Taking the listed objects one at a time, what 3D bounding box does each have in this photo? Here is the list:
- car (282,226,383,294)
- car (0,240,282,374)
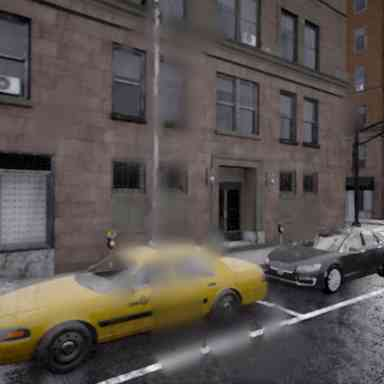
[{"bbox_3d":[3.810,1.626,8.892,4.403,1.369,2.008,1,0,-35],"label":"car"},{"bbox_3d":[-0.826,1.548,5.596,4.829,1.417,1.752,1,0,-35],"label":"car"}]
